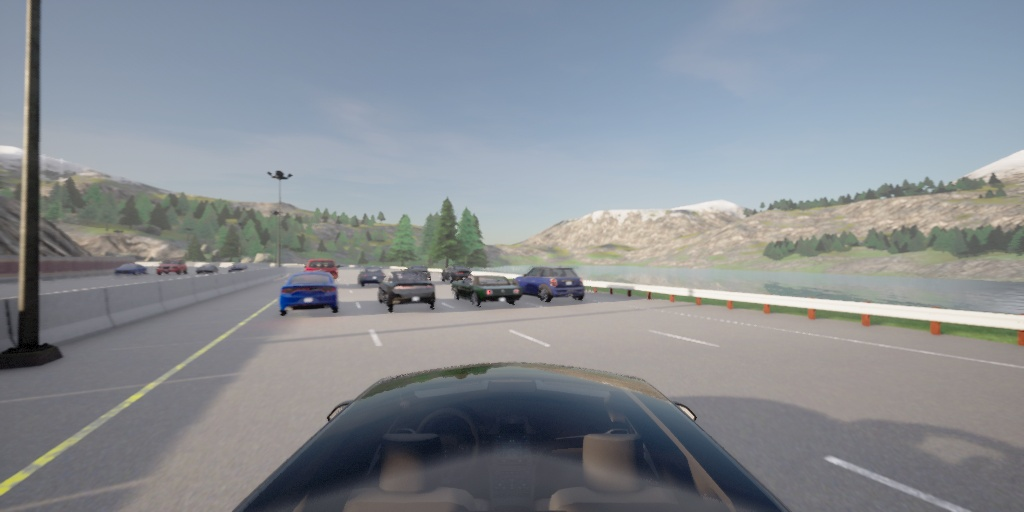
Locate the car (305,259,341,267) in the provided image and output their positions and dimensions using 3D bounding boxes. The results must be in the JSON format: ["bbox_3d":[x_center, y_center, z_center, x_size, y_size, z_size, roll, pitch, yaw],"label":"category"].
[{"bbox_3d":[-13.992,1.251,26.492,2.150,2.045,5.566,0,0,-26],"label":"car"}]

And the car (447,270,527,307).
[{"bbox_3d":[-1.362,1.526,16.752,1.895,1.301,4.718,0,-1,-26],"label":"car"}]

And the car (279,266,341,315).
[{"bbox_3d":[-8.075,1.370,14.555,1.882,1.535,5.008,0,0,-26],"label":"car"}]

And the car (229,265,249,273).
[{"bbox_3d":[-38.357,1.882,50.430,1.895,1.301,4.718,0,-1,-31],"label":"car"}]

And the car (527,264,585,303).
[{"bbox_3d":[1.699,1.300,18.466,2.097,1.767,4.553,0,-1,-26],"label":"car"}]

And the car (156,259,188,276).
[{"bbox_3d":[-44.400,1.455,46.944,2.150,2.045,5.566,1,-1,-31],"label":"car"}]

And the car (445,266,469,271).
[{"bbox_3d":[-4.996,1.608,32.006,1.837,1.490,4.892,0,0,-26],"label":"car"}]

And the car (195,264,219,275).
[{"bbox_3d":[-41.618,1.809,49.105,2.033,1.411,5.357,0,-1,-31],"label":"car"}]

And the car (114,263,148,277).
[{"bbox_3d":[-46.826,1.676,44.162,1.882,1.535,5.008,1,-1,-30],"label":"car"}]

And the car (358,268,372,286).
[{"bbox_3d":[-11.183,1.620,28.722,1.994,1.385,4.181,0,-1,-26],"label":"car"}]

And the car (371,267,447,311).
[{"bbox_3d":[-4.612,1.399,15.434,2.128,1.511,4.902,0,-1,-26],"label":"car"}]
